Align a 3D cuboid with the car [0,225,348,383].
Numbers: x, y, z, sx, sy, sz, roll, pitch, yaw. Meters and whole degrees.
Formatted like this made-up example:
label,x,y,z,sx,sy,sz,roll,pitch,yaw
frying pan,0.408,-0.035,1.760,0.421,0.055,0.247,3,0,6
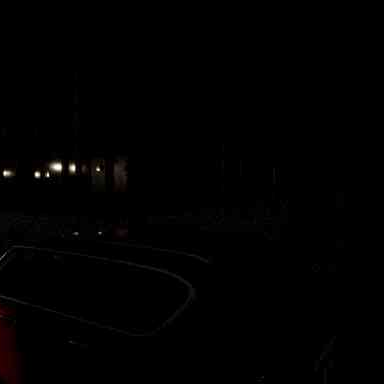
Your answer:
label,x,y,z,sx,sy,sz,roll,pitch,yaw
car,-1.004,1.315,3.682,5.009,1.841,2.192,0,0,35
